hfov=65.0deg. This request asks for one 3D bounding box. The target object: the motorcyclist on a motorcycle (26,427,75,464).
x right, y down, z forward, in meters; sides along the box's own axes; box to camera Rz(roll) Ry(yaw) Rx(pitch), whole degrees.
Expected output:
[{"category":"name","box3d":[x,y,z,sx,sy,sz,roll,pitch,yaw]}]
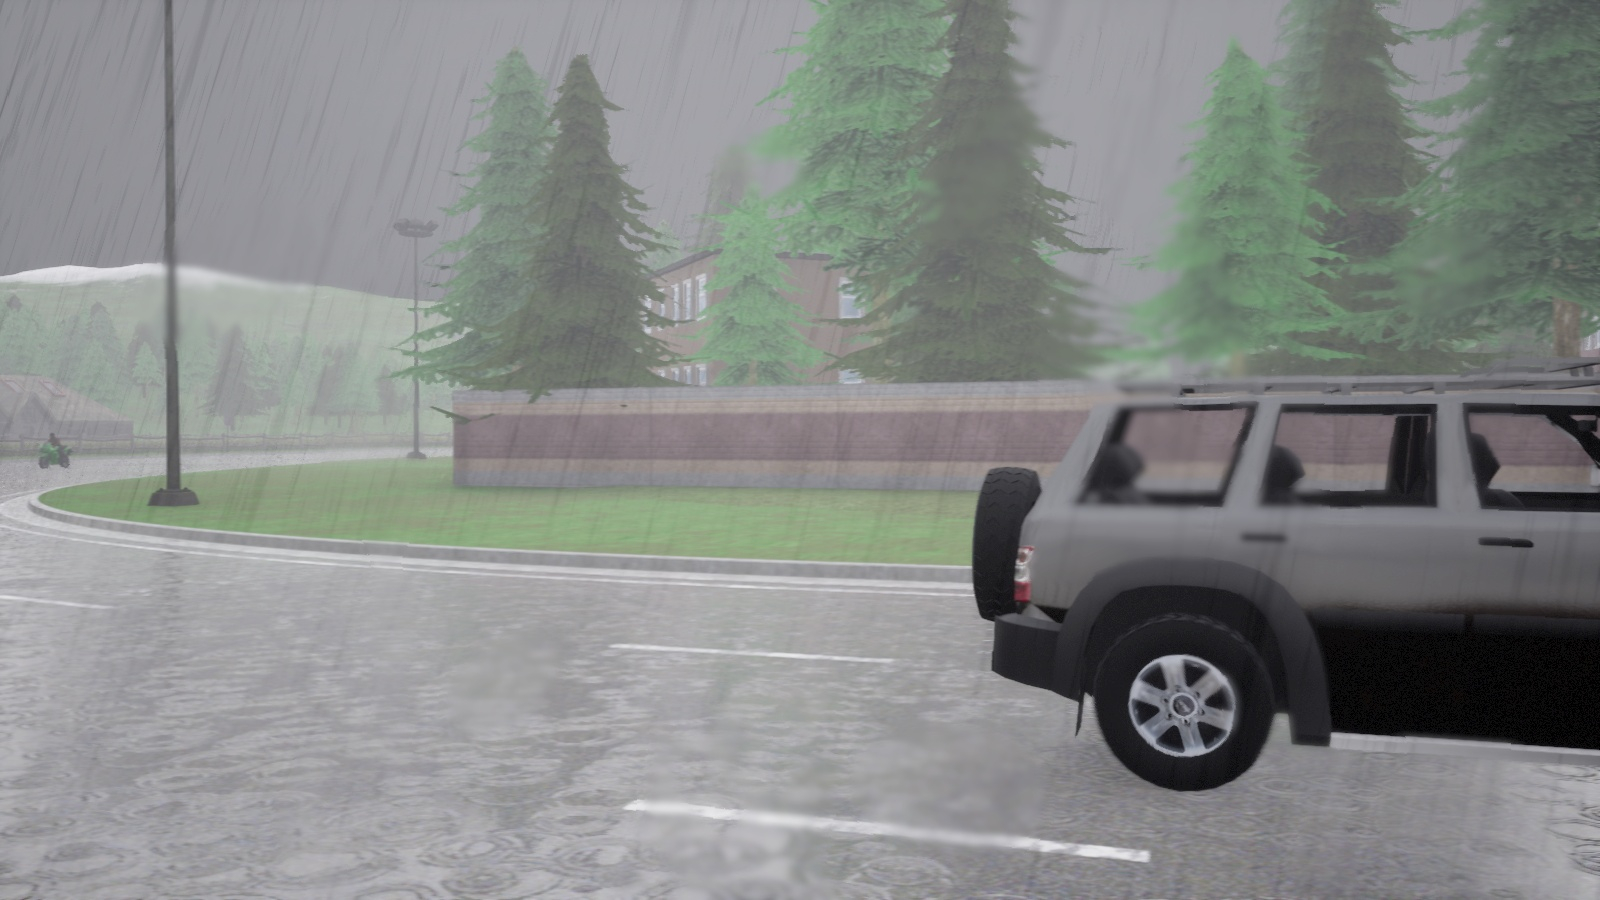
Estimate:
[{"category":"motorcyclist on a motorcycle","box3d":[-31.070,-0.195,52.104,0.797,1.523,2.044,1,1,1]}]

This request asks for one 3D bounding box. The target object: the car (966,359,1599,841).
[{"category":"car","box3d":[3.234,0.564,5.787,4.605,1.855,1.932,1,1,18]}]
